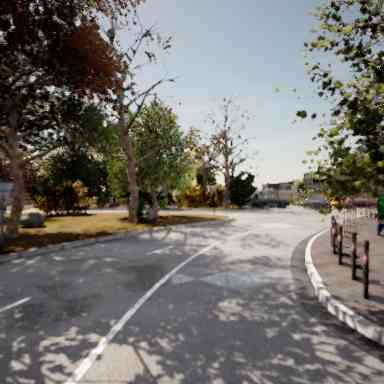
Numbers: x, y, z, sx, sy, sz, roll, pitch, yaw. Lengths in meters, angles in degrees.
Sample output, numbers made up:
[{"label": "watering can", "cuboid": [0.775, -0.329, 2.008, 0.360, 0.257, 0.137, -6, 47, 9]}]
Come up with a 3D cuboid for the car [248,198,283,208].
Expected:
[{"label": "car", "cuboid": [11.465, 1.673, 52.180, 4.892, 1.521, 2.231, 0, -1, -2]}]

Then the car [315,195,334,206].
[{"label": "car", "cuboid": [19.814, 1.664, 52.025, 1.882, 1.535, 5.008, 0, -1, -1]}]

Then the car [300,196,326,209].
[{"label": "car", "cuboid": [16.448, 1.601, 45.161, 1.812, 1.442, 4.674, 0, -1, 5]}]

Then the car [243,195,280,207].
[{"label": "car", "cuboid": [11.371, 1.473, 54.976, 5.566, 2.045, 2.435, 0, -1, -2]}]

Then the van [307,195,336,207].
[{"label": "van", "cuboid": [23.318, 1.614, 59.988, 4.442, 1.987, 1.878, 0, -1, -2]}]

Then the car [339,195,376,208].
[{"label": "car", "cuboid": [23.885, 1.467, 47.855, 4.553, 1.767, 2.185, 0, -1, -2]}]

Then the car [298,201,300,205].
[{"label": "car", "cuboid": [23.291, 1.794, 63.023, 4.553, 1.767, 2.185, 0, -2, -2]}]

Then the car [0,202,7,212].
[{"label": "car", "cuboid": [-22.517, 1.384, 36.400, 4.553, 1.767, 2.097, 0, 0, 23]}]

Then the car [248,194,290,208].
[{"label": "car", "cuboid": [11.598, 1.374, 49.519, 5.566, 2.045, 2.435, 0, -1, -2]}]

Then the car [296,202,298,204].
[{"label": "car", "cuboid": [23.400, 2.005, 65.941, 5.366, 1.575, 1.946, 0, -2, -2]}]
